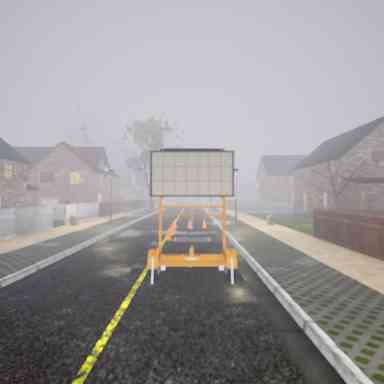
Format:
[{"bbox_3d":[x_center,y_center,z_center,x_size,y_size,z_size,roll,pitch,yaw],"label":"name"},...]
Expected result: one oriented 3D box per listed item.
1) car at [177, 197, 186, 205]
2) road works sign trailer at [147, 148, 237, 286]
[{"bbox_3d":[-2.720,2.405,89.517,2.150,2.045,5.566,0,-1,0],"label":"car"},{"bbox_3d":[0.007,0.541,9.661,2.380,3.560,2.880,0,0,0],"label":"road works sign trailer"}]
